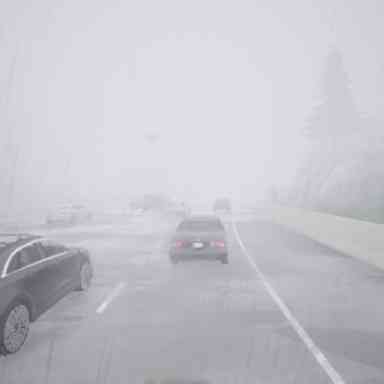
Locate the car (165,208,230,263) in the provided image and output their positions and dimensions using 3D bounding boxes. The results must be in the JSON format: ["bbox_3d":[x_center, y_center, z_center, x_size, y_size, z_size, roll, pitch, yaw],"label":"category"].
[{"bbox_3d":[0.306,1.527,11.829,2.033,1.411,5.357,-1,0,3],"label":"car"}]

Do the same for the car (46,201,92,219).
[{"bbox_3d":[-9.120,1.589,24.913,1.812,1.442,4.674,-1,0,7],"label":"car"}]

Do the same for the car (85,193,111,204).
[{"bbox_3d":[-18.447,1.314,65.525,2.150,2.045,5.566,-1,0,16],"label":"car"}]

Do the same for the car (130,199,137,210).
[{"bbox_3d":[-6.214,1.484,42.576,1.882,1.535,5.008,-1,0,12],"label":"car"}]

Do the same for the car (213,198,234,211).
[{"bbox_3d":[3.603,1.413,38.159,1.837,1.490,4.892,-1,0,12],"label":"car"}]

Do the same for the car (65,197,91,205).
[{"bbox_3d":[-22.250,1.689,65.066,2.033,1.411,5.357,-1,0,16],"label":"car"}]

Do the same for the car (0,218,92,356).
[{"bbox_3d":[-3.334,1.520,6.085,2.128,1.511,4.902,-1,0,1],"label":"car"}]

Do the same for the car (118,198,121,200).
[{"bbox_3d":[-12.393,1.607,61.363,1.994,1.385,4.181,-1,0,17],"label":"car"}]

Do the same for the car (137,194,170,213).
[{"bbox_3d":[-3.808,1.212,36.991,2.150,2.045,5.566,-1,0,11],"label":"car"}]

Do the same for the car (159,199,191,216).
[{"bbox_3d":[-1.295,1.571,30.678,1.895,1.301,4.718,-1,0,9],"label":"car"}]
